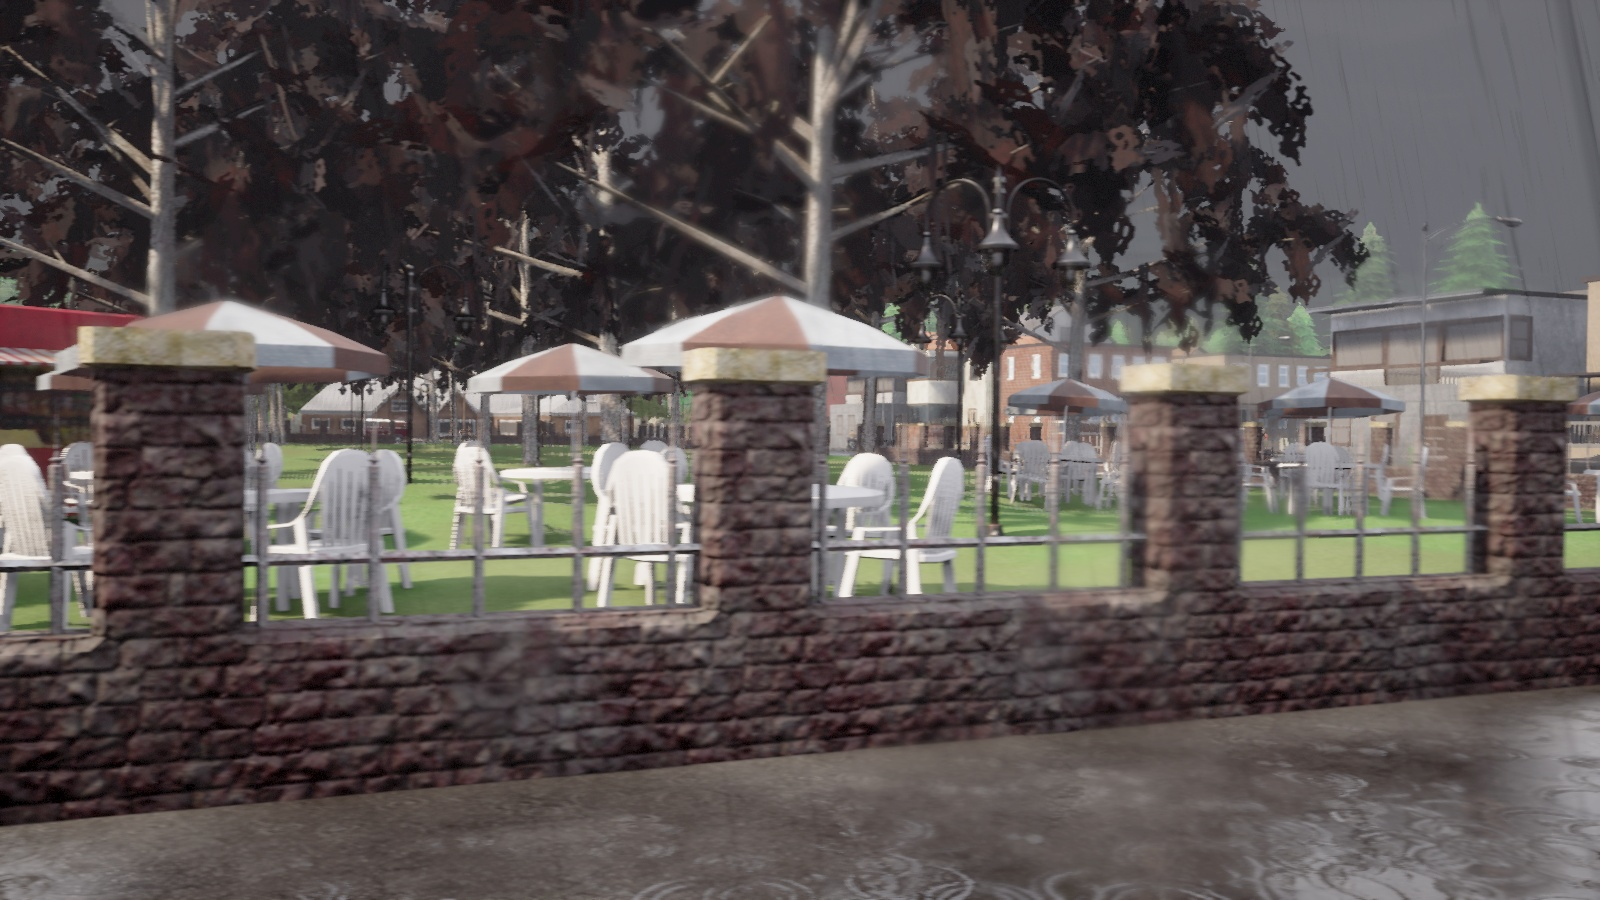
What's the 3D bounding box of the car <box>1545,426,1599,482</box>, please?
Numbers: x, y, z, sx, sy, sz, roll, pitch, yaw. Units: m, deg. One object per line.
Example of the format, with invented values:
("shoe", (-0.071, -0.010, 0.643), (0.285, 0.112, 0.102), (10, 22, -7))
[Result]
("car", (21.864, 0.098, 31.419), (2.033, 1.411, 5.357), (-1, 1, -24))
